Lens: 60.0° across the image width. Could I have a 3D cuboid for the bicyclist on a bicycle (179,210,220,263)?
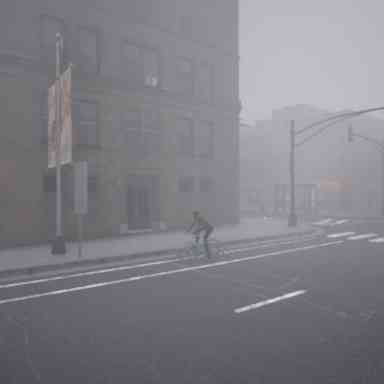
[{"bbox_3d":[0.249,1.399,10.584,1.656,1.620,0.582,-1,1,-36],"label":"bicyclist on a bicycle"}]
